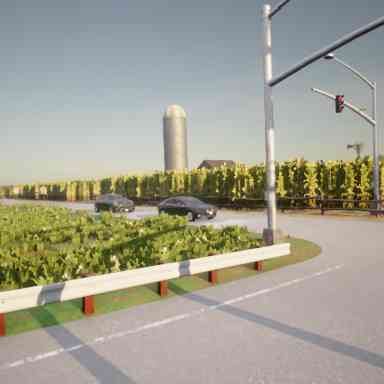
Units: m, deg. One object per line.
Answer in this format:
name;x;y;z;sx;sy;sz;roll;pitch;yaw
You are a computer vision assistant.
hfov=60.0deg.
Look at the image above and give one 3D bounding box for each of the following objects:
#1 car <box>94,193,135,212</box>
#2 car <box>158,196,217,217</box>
car;-7.054;0.964;30.063;2.097;1.767;4.553;-4;2;-40
car;-0.412;1.077;22.249;1.837;1.490;4.892;-4;2;-40
